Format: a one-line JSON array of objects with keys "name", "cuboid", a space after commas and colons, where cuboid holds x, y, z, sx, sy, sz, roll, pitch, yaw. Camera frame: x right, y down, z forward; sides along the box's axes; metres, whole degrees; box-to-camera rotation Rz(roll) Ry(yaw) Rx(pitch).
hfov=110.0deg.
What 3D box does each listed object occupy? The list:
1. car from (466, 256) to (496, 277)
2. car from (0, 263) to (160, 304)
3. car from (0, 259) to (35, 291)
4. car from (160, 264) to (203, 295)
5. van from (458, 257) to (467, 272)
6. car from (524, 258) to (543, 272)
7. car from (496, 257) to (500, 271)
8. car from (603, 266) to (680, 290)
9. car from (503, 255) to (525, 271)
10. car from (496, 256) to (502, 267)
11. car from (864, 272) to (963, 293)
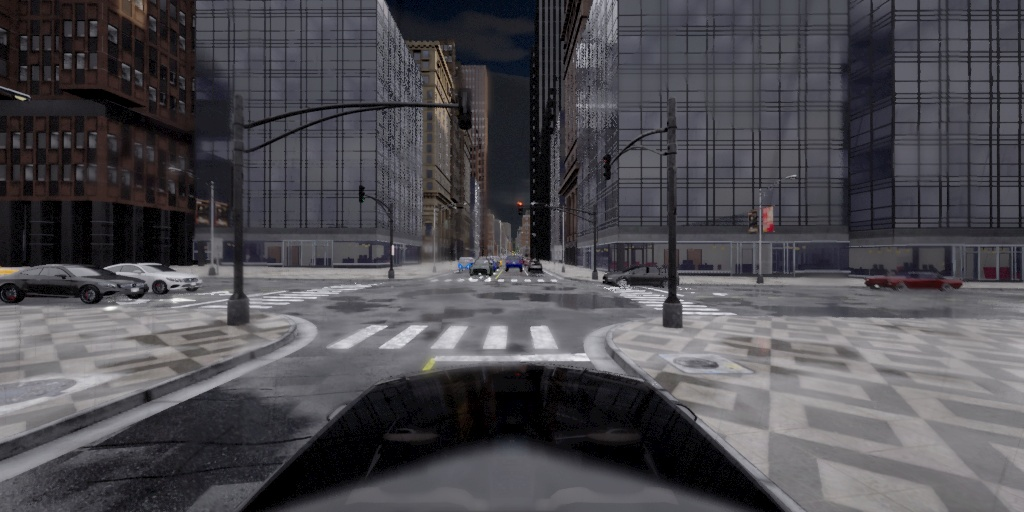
[{"name": "car", "cuboid": [-2.966, 1.080, 35.508, 2.097, 1.767, 4.553, 0, 0, 0]}, {"name": "car", "cuboid": [-17.234, 1.047, 14.121, 4.674, 1.442, 1.812, 1, 0, -1]}, {"name": "car", "cuboid": [-26.907, 0.887, 17.418, 5.008, 1.535, 1.882, 1, 0, 1]}, {"name": "car", "cuboid": [-17.762, 1.052, 17.377, 4.674, 1.442, 1.812, 1, 0, 0]}, {"name": "van", "cuboid": [-5.691, 1.058, 44.719, 1.690, 1.789, 3.998, 0, 0, 0]}, {"name": "car", "cuboid": [2.834, 1.283, 44.673, 1.948, 1.339, 4.313, 0, 0, 0]}, {"name": "car", "cuboid": [-2.932, 1.195, 44.629, 1.882, 1.535, 5.008, 0, 0, 1]}, {"name": "car", "cuboid": [8.567, 1.404, 23.956, 4.892, 1.490, 1.837, 1, 0, 0]}, {"name": "car", "cuboid": [0.275, 0.933, 48.419, 2.150, 2.045, 5.566, 0, 0, 1]}, {"name": "car", "cuboid": [-2.876, 1.208, 54.094, 1.837, 1.490, 4.892, 0, 0, 0]}, {"name": "car", "cuboid": [26.559, 1.742, 23.871, 4.718, 1.301, 1.895, 1, 0, 1]}]
